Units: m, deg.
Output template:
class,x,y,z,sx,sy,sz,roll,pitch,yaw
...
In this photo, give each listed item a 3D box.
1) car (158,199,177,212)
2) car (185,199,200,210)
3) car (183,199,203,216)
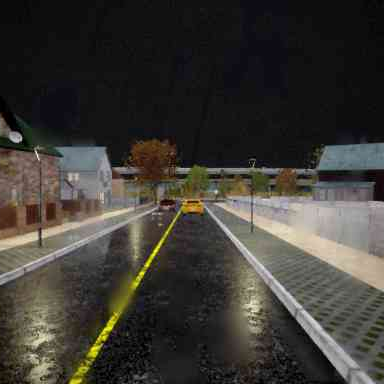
class,x,y,z,sx,sy,sz,roll,pitch,yaw
car,-2.767,1.522,38.465,1.812,1.442,4.674,0,0,0
car,0.096,1.601,43.532,1.895,1.301,4.718,0,0,0
car,0.098,1.471,32.986,1.882,1.535,5.008,0,0,0
